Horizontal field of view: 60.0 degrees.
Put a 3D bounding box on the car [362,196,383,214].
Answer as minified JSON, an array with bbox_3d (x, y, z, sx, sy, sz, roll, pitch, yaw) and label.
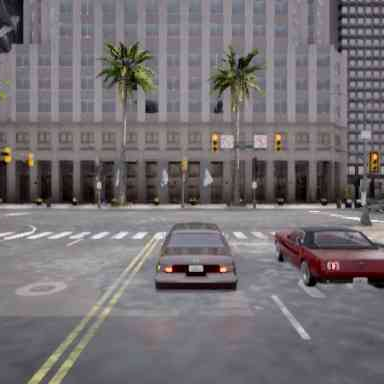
[{"bbox_3d":[20.542,1.472,34.354,4.902,1.511,2.128,0,0,0],"label":"car"}]

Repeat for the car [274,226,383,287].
[{"bbox_3d":[3.642,1.596,9.274,1.895,1.301,4.718,0,0,2],"label":"car"}]

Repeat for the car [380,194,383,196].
[{"bbox_3d":[22.455,1.198,37.846,5.566,2.045,2.150,0,0,0],"label":"car"}]

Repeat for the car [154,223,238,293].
[{"bbox_3d":[0.095,1.542,9.006,2.033,1.411,5.357,0,0,0],"label":"car"}]
